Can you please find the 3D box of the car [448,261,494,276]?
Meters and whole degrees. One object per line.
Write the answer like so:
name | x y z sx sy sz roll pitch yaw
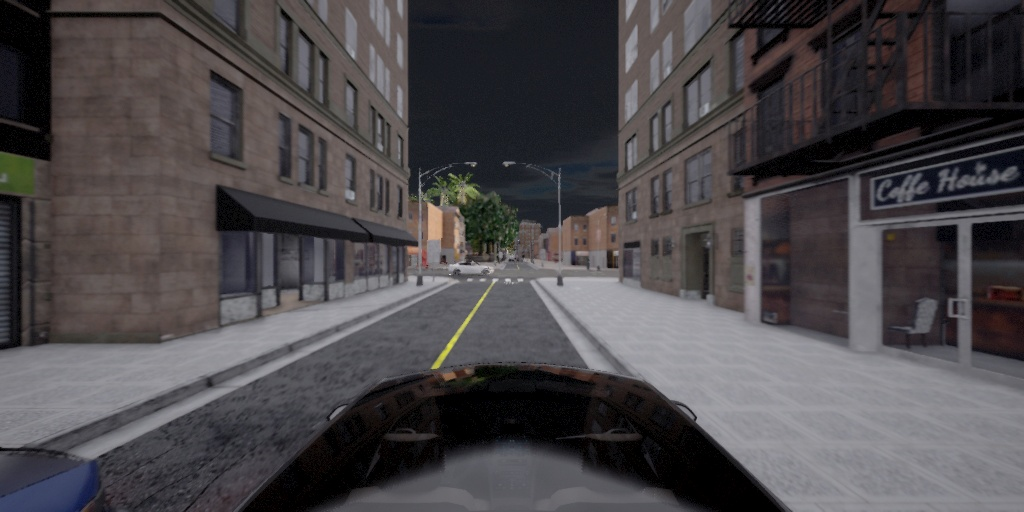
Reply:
car | -4.167 1.247 36.430 4.674 1.442 1.812 1 0 0
